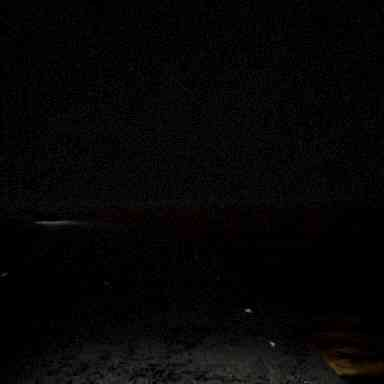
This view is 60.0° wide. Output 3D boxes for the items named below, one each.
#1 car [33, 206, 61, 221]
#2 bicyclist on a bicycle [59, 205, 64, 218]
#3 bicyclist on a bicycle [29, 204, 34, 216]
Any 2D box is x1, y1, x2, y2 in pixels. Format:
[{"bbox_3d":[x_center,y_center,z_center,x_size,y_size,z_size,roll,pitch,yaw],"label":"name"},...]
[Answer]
[{"bbox_3d":[-15.844,2.338,36.211,1.882,1.535,5.008,2,-3,-38],"label":"car"},{"bbox_3d":[-17.223,2.595,43.973,0.582,1.620,1.656,2,-3,-43],"label":"bicyclist on a bicycle"},{"bbox_3d":[-24.328,2.751,50.460,1.843,1.776,0.659,-2,-3,39],"label":"bicyclist on a bicycle"}]
